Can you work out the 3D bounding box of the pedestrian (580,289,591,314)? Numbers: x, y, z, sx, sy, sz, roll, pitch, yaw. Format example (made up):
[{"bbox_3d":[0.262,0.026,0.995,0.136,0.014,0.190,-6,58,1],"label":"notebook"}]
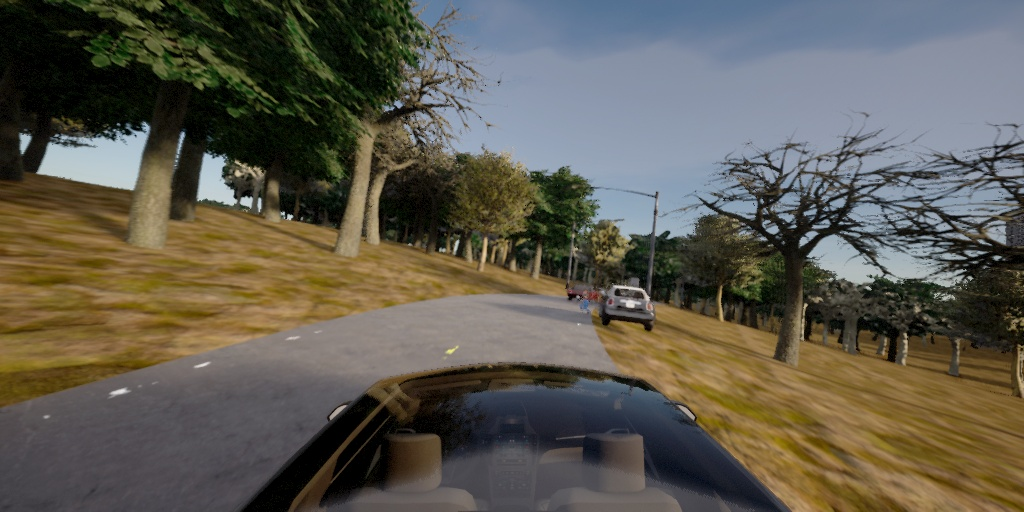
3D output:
[{"bbox_3d":[3.529,2.103,17.037,0.375,1.300,0.375,9,-4,-2],"label":"pedestrian"}]

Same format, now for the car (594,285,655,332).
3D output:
[{"bbox_3d":[4.625,1.983,14.791,1.970,1.475,3.806,6,-2,12],"label":"car"}]

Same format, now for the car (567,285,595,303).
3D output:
[{"bbox_3d":[6.003,3.119,29.694,1.895,1.301,4.718,5,-4,24],"label":"car"}]
